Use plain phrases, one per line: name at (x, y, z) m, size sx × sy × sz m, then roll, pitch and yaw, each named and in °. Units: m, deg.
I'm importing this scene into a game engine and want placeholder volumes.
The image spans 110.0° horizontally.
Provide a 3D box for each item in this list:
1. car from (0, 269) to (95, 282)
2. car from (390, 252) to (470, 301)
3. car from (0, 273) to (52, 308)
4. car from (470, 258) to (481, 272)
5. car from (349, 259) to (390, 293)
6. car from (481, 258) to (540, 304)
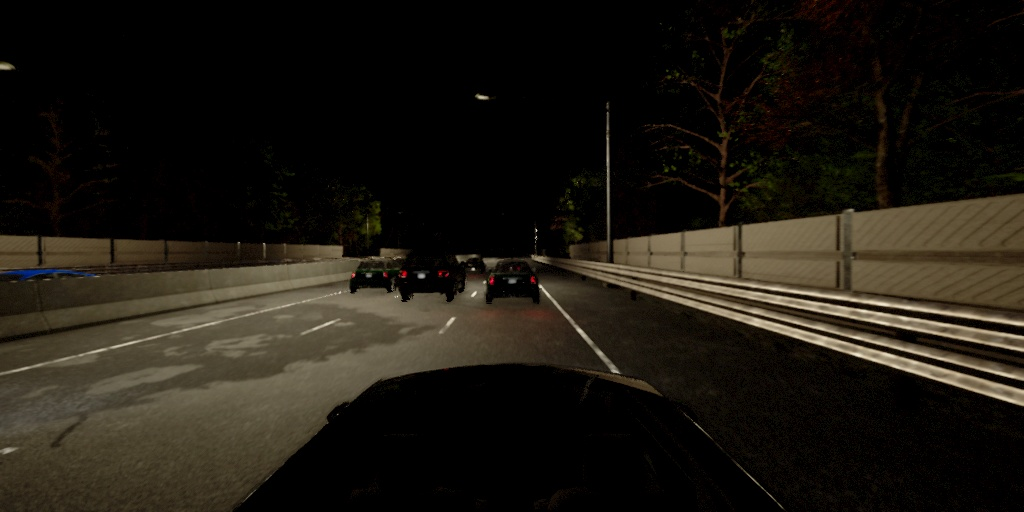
car at (-17.656, 1.264, 13.032) m, size 1.882 × 1.535 × 5.008 m, roll -1°, pitch 1°, yaw 0°
car at (-3.469, 0.832, 16.448) m, size 2.150 × 2.045 × 5.566 m, roll -1°, pitch 1°, yaw 0°
car at (-21.156, 1.417, 13.395) m, size 1.895 × 1.301 × 4.718 m, roll -1°, pitch 1°, yaw 0°
car at (-3.576, 0.911, 35.432) m, size 1.837 × 1.490 × 4.892 m, roll -1°, pitch 1°, yaw 0°
car at (-6.996, 0.960, 19.620) m, size 2.097 × 1.767 × 4.553 m, roll -1°, pitch 1°, yaw 0°
car at (0.015, 0.939, 15.566) m, size 2.097 × 1.767 × 4.553 m, roll -1°, pitch 1°, yaw 0°
